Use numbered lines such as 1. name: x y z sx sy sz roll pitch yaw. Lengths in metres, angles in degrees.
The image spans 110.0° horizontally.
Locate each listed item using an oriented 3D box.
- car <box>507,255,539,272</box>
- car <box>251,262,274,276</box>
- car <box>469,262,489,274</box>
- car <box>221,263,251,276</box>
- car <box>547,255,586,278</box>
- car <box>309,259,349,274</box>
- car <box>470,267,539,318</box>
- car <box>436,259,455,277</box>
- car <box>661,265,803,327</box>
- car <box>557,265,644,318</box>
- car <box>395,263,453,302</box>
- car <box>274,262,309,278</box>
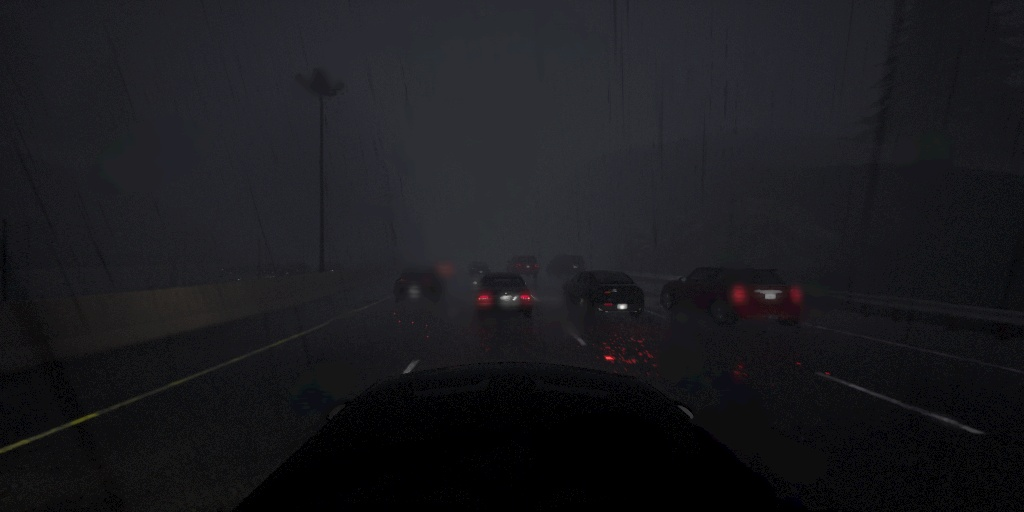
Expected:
1. car: 0.905 0.969 32.435 2.150 2.045 5.566 0 0 -9
2. car: -25.380 1.368 38.098 1.994 1.385 4.181 0 0 -13
3. car: -3.161 1.282 35.235 1.812 1.442 4.674 0 0 -10
4. car: -29.035 1.412 38.485 1.895 1.301 4.718 0 0 -13
5. car: 4.660 0.961 31.107 2.150 2.045 5.566 0 0 -9
6. car: -17.478 1.313 34.544 1.812 1.442 4.674 0 0 -11
7. car: -0.346 1.298 13.012 2.033 1.411 5.357 0 0 -4
8. car: -6.708 1.116 35.115 2.097 1.767 4.553 0 0 -10
9. car: 6.698 1.088 11.585 2.097 1.767 4.553 0 0 -3
10. car: 3.114 1.248 13.027 1.837 1.490 4.892 0 0 -4
11. car: -4.210 1.250 17.071 2.128 1.511 4.902 0 0 -5
12. car: -21.199 1.321 35.340 1.812 1.442 4.674 0 0 -12
